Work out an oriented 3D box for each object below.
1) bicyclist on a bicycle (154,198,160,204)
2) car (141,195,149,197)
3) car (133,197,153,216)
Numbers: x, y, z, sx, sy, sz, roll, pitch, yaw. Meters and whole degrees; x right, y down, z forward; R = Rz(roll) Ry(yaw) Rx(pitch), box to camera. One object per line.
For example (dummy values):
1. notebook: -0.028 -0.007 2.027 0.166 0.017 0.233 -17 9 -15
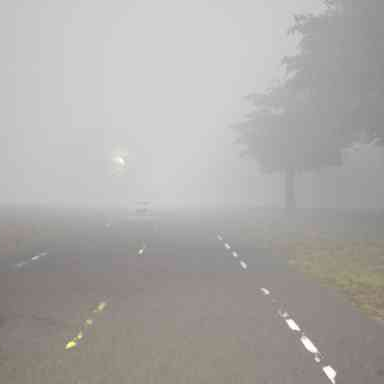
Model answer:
1. bicyclist on a bicycle: -8.980 2.338 89.649 0.866 1.612 1.509 0 -2 -12
2. car: -10.629 1.731 75.699 2.150 2.045 5.566 0 -1 -10
3. car: -5.189 1.630 35.417 1.882 1.535 5.008 0 0 -5
